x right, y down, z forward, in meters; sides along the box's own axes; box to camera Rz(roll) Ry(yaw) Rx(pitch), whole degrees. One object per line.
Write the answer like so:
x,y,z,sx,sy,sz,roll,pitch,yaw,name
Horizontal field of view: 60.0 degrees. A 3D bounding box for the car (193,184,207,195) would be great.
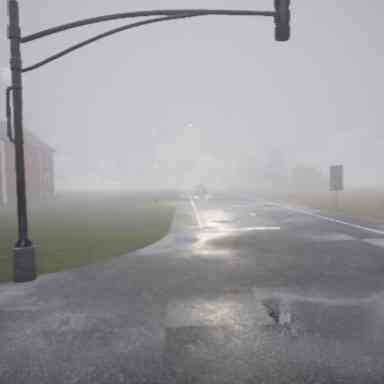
1.254,-0.459,50.672,1.837,1.490,4.892,-1,2,-1,car
